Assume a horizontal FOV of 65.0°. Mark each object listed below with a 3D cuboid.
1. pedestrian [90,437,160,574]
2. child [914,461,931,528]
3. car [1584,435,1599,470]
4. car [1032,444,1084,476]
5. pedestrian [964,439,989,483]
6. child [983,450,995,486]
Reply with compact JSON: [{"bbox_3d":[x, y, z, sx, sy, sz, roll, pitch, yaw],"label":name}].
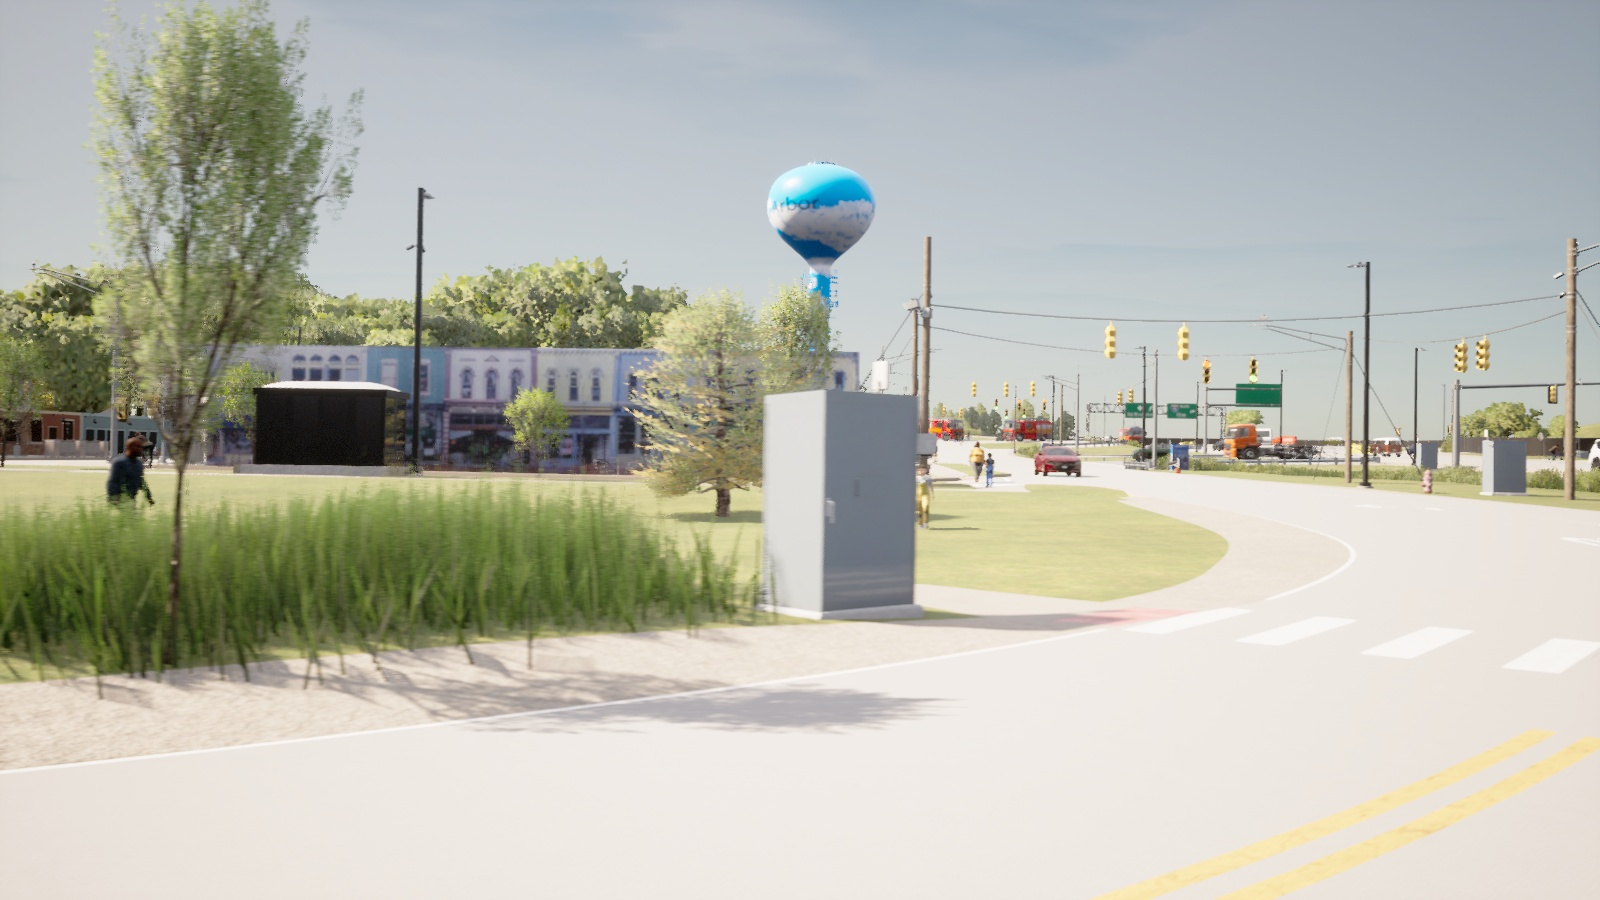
[{"bbox_3d":[-9.172,0.747,17.066,0.726,1.835,0.370,1,-1,7],"label":"pedestrian"},{"bbox_3d":[2.319,0.837,23.749,0.270,1.263,0.437,1,-1,8],"label":"child"},{"bbox_3d":[48.256,0.156,72.951,2.150,2.045,5.566,1,1,3],"label":"car"},{"bbox_3d":[12.996,0.500,63.554,1.882,1.535,5.008,1,0,3],"label":"car"},{"bbox_3d":[7.574,0.459,53.785,0.874,1.855,0.900,1,-1,-4],"label":"pedestrian"},{"bbox_3d":[6.789,0.648,45.107,0.270,1.263,0.437,1,-1,-10],"label":"child"}]
